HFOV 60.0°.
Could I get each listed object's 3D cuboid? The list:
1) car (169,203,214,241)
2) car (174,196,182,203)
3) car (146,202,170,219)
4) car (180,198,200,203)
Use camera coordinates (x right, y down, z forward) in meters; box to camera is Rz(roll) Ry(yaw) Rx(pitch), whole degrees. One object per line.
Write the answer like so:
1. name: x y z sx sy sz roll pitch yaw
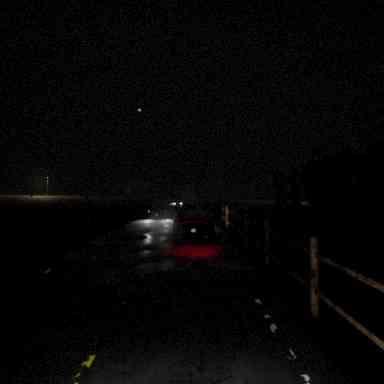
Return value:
1. car: 0.059 1.531 16.911 1.882 1.535 5.008 0 0 0
2. car: -2.911 1.563 70.983 1.837 1.490 4.892 0 0 0
3. car: -2.916 1.609 29.797 1.812 1.442 4.674 0 0 0
4. car: 0.024 1.566 33.046 1.882 1.535 5.008 0 0 0
